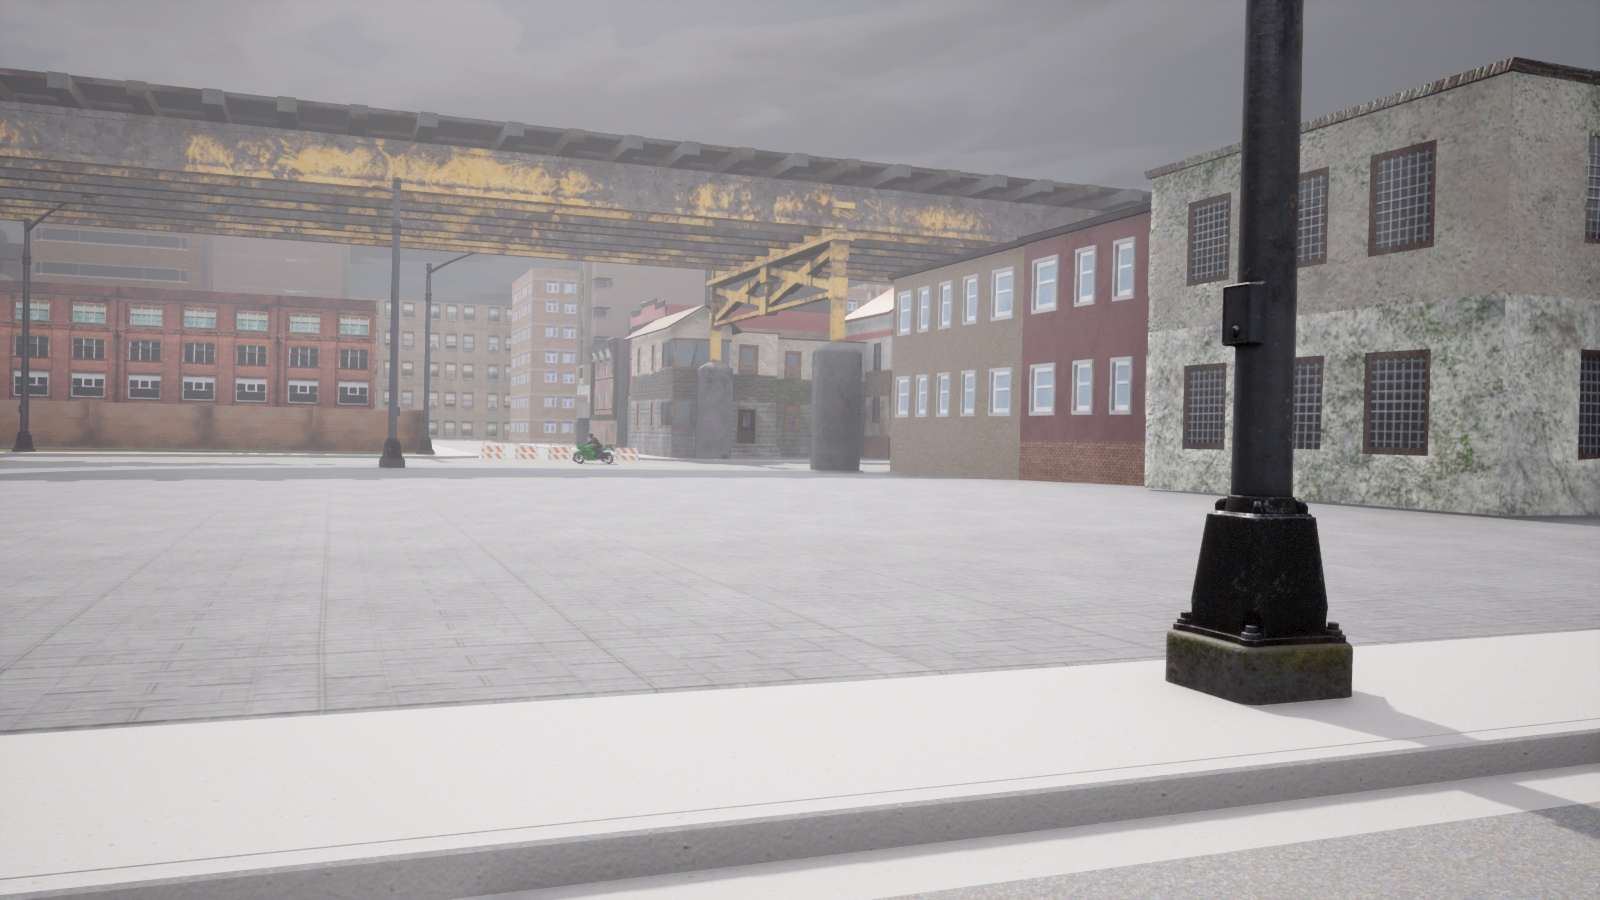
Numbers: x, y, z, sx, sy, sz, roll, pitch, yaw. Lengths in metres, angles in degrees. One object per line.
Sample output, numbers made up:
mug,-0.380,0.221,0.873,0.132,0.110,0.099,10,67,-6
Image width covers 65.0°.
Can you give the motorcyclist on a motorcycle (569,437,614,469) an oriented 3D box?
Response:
motorcyclist on a motorcycle,-10.086,0.147,60.833,2.044,1.523,0.797,0,1,-20
